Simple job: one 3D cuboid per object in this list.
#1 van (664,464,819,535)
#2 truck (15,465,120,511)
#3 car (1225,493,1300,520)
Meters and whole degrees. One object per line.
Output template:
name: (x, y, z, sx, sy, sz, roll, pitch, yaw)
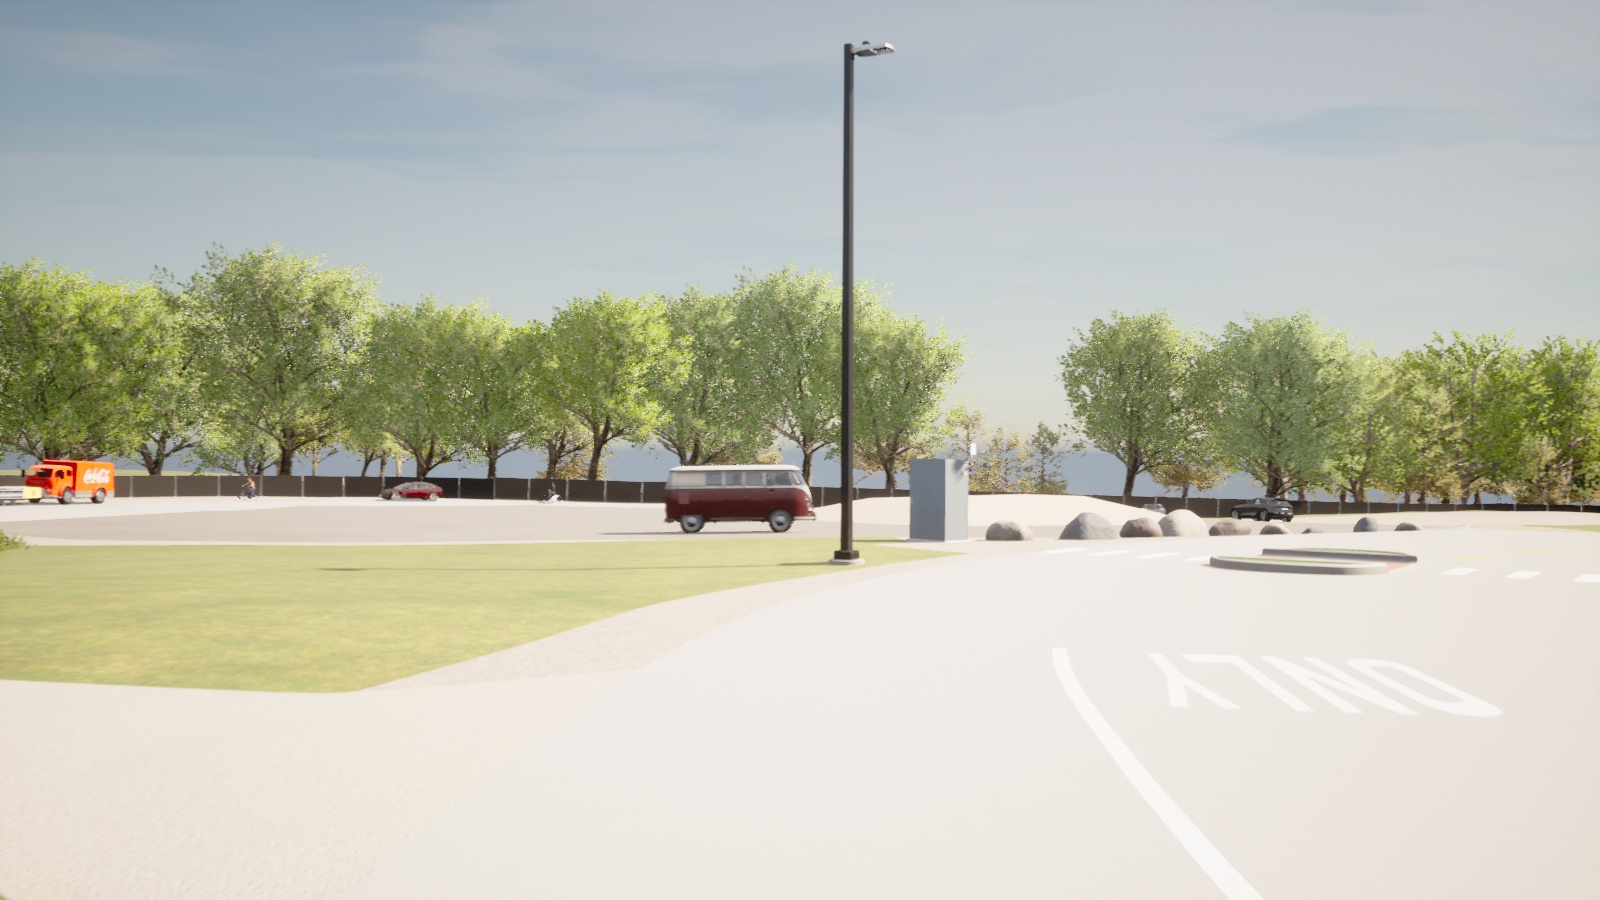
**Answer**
van: (-1.725, 1.448, 36.956, 4.442, 1.987, 1.775, -1, -2, -3)
truck: (-42.122, 2.182, 72.378, 2.627, 2.467, 5.204, 2, -1, 4)
car: (30.444, 3.680, 82.811, 2.033, 1.649, 4.856, 3, -3, -18)
